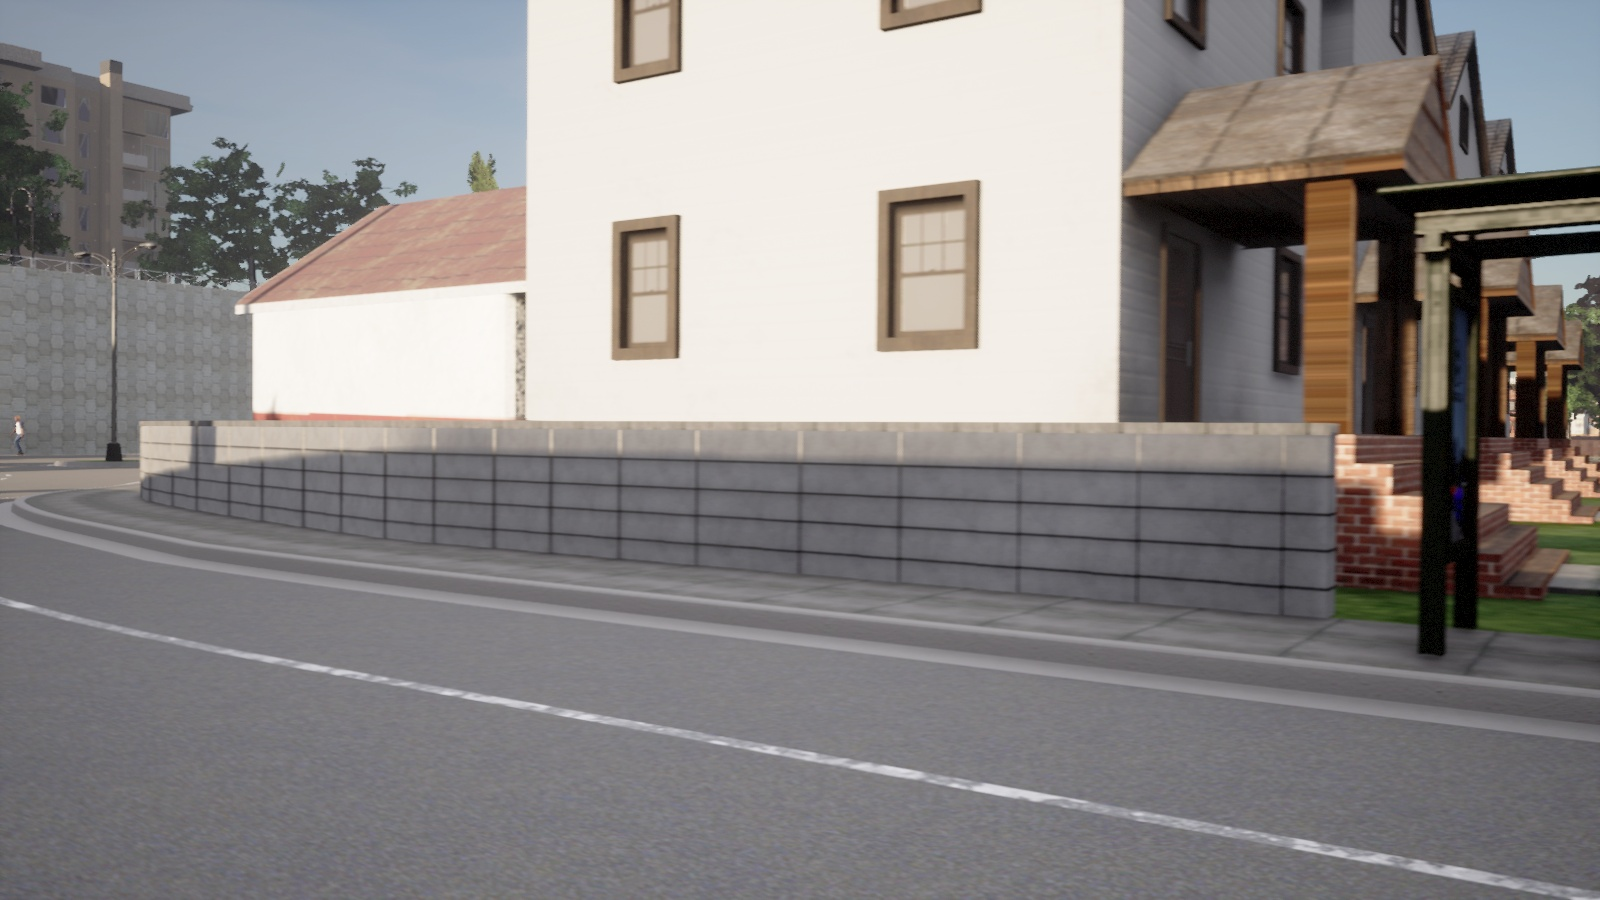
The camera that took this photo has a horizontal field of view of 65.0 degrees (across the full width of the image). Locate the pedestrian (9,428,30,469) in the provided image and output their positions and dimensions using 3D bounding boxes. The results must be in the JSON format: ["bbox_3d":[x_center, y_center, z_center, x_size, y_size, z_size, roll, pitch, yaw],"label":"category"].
[{"bbox_3d":[-35.226,-0.069,56.702,0.354,1.836,0.706,0,1,35],"label":"pedestrian"}]

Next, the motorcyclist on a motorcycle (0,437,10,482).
[{"bbox_3d":[-29.025,0.338,44.628,1.817,1.590,0.866,0,1,33],"label":"motorcyclist on a motorcycle"}]
